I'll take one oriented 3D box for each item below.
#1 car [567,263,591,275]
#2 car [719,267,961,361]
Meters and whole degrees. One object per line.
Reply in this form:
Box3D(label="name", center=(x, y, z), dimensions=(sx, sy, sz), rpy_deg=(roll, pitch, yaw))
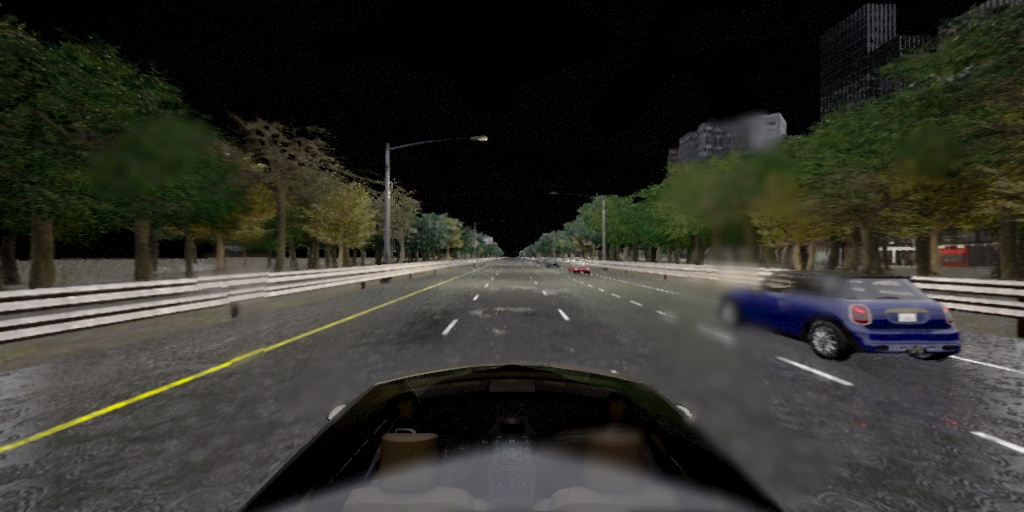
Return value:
Box3D(label="car", center=(7.068, 1.377, 38.428), dimensions=(1.895, 1.301, 4.718), rpy_deg=(0, 0, 0))
Box3D(label="car", center=(7.001, 1.106, 8.471), dimensions=(2.097, 1.767, 4.553), rpy_deg=(0, 0, 0))
